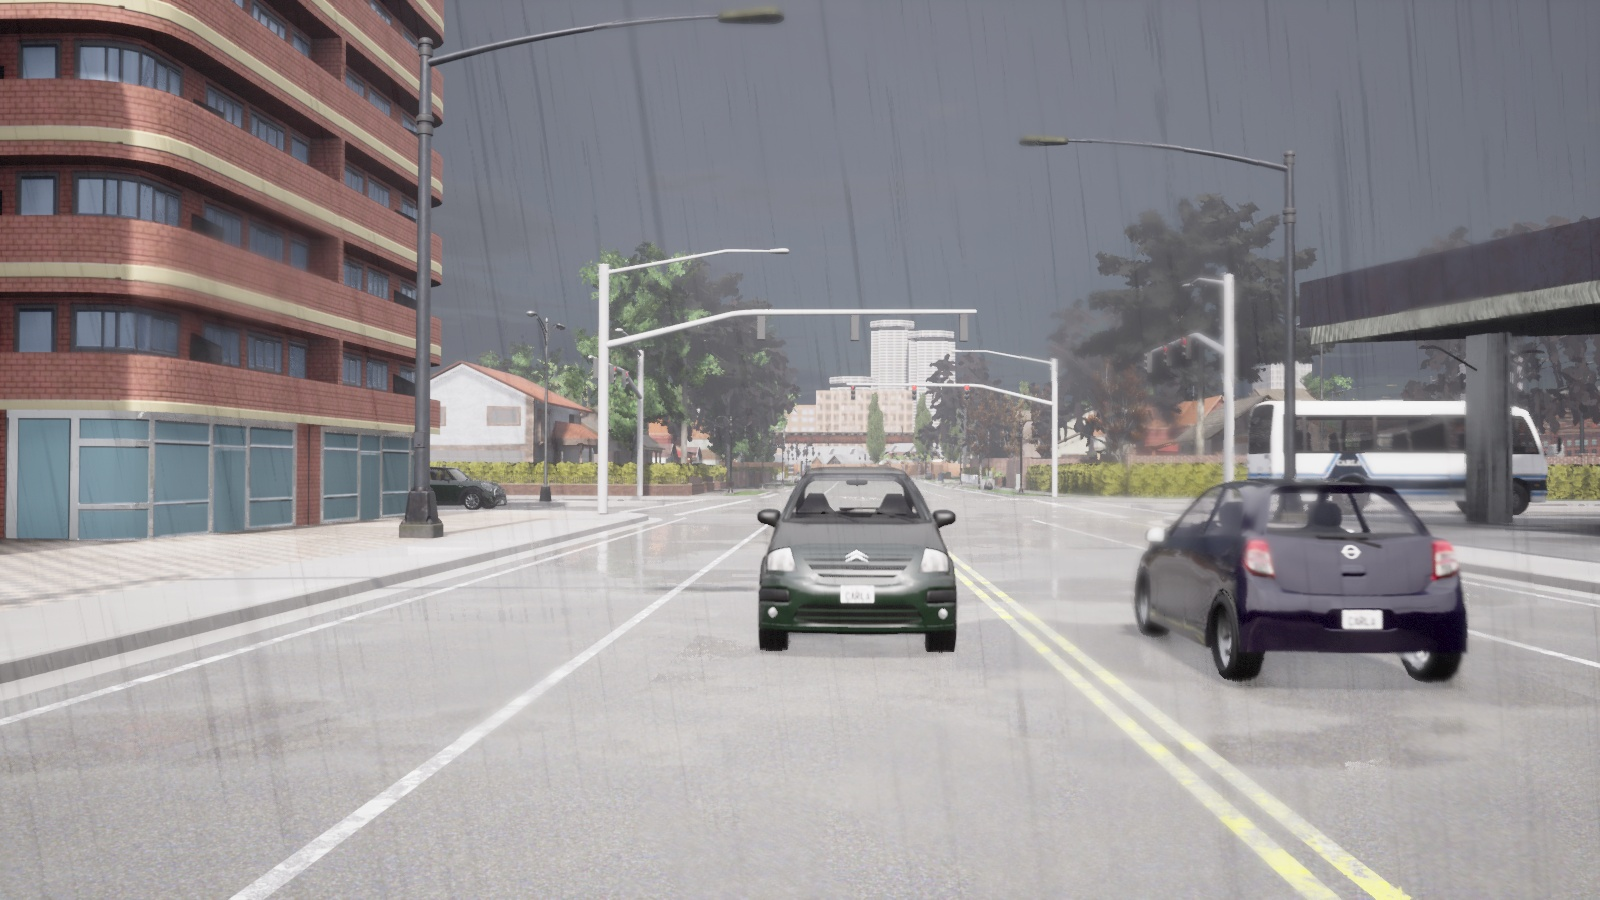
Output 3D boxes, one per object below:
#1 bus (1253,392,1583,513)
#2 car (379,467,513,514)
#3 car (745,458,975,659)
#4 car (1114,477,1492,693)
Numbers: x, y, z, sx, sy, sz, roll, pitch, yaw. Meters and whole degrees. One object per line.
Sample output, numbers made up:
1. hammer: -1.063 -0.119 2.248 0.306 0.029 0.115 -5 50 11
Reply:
1. bus: 22.750 0.132 46.855 10.273 4.253 3.944 0 -1 3
2. car: -13.706 1.545 48.784 4.553 1.767 2.097 0 -1 5
3. car: 0.549 0.914 12.149 1.851 1.617 3.988 0 -1 2
4. car: 4.002 0.992 10.694 1.845 1.501 3.633 0 -1 2
